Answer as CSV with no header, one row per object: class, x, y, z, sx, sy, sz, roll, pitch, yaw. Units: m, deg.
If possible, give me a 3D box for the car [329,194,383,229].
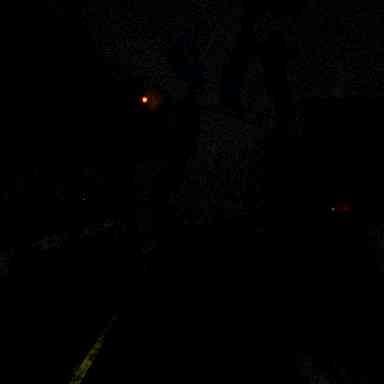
car,11.415,1.129,20.579,5.566,2.045,2.150,0,-1,0
